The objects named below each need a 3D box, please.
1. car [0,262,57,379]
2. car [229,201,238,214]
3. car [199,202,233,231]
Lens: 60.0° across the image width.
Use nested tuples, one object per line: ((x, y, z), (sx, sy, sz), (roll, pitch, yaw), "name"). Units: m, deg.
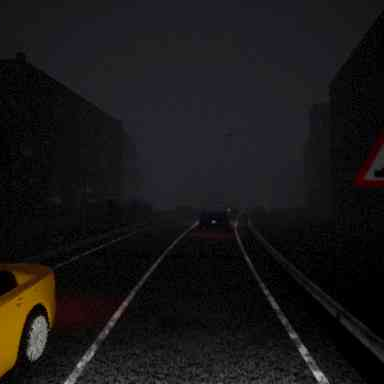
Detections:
((-2.988, 1.476, 2.938), (1.882, 1.535, 5.008), (0, 0, 2), "car")
((4.755, 1.912, 41.613), (1.812, 1.442, 4.674), (0, -1, 11), "car")
((1.578, 1.656, 22.158), (1.882, 1.535, 5.008), (0, -1, 7), "car")
